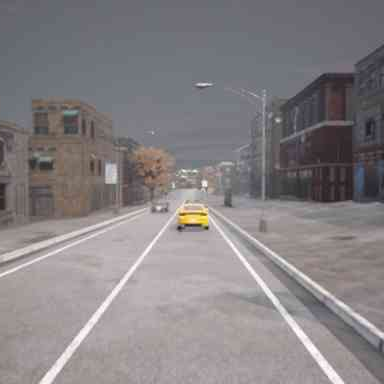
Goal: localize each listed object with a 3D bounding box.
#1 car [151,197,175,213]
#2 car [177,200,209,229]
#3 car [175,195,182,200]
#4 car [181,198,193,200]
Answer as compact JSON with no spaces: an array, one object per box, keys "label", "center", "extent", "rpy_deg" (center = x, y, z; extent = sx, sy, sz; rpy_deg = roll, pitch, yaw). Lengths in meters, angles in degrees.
[{"label":"car","center":[-3.448,1.543,37.145],"extent":[2.128,1.511,4.902],"rpy_deg":[0,0,0]},{"label":"car","center":[0.059,1.489,21.598],"extent":[1.882,1.535,5.008],"rpy_deg":[0,0,0]},{"label":"car","center":[-3.205,1.292,77.983],"extent":[1.882,1.535,5.008],"rpy_deg":[0,1,0]},{"label":"car","center":[-0.012,1.610,40.388],"extent":[2.033,1.411,5.357],"rpy_deg":[0,0,0]}]
